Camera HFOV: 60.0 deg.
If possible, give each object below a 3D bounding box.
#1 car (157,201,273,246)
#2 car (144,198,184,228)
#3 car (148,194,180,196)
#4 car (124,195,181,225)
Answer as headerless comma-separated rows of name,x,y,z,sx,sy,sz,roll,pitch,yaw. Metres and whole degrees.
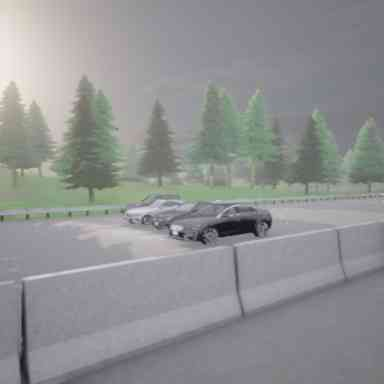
car,1.322,1.216,13.945,4.902,1.511,2.128,-2,1,-37
car,0.134,1.201,17.440,4.674,1.442,1.812,-2,1,-37
car,-2.605,0.940,24.149,4.553,1.767,2.097,-2,1,-37
car,-1.808,1.173,20.361,4.674,1.442,1.812,-2,1,-37
